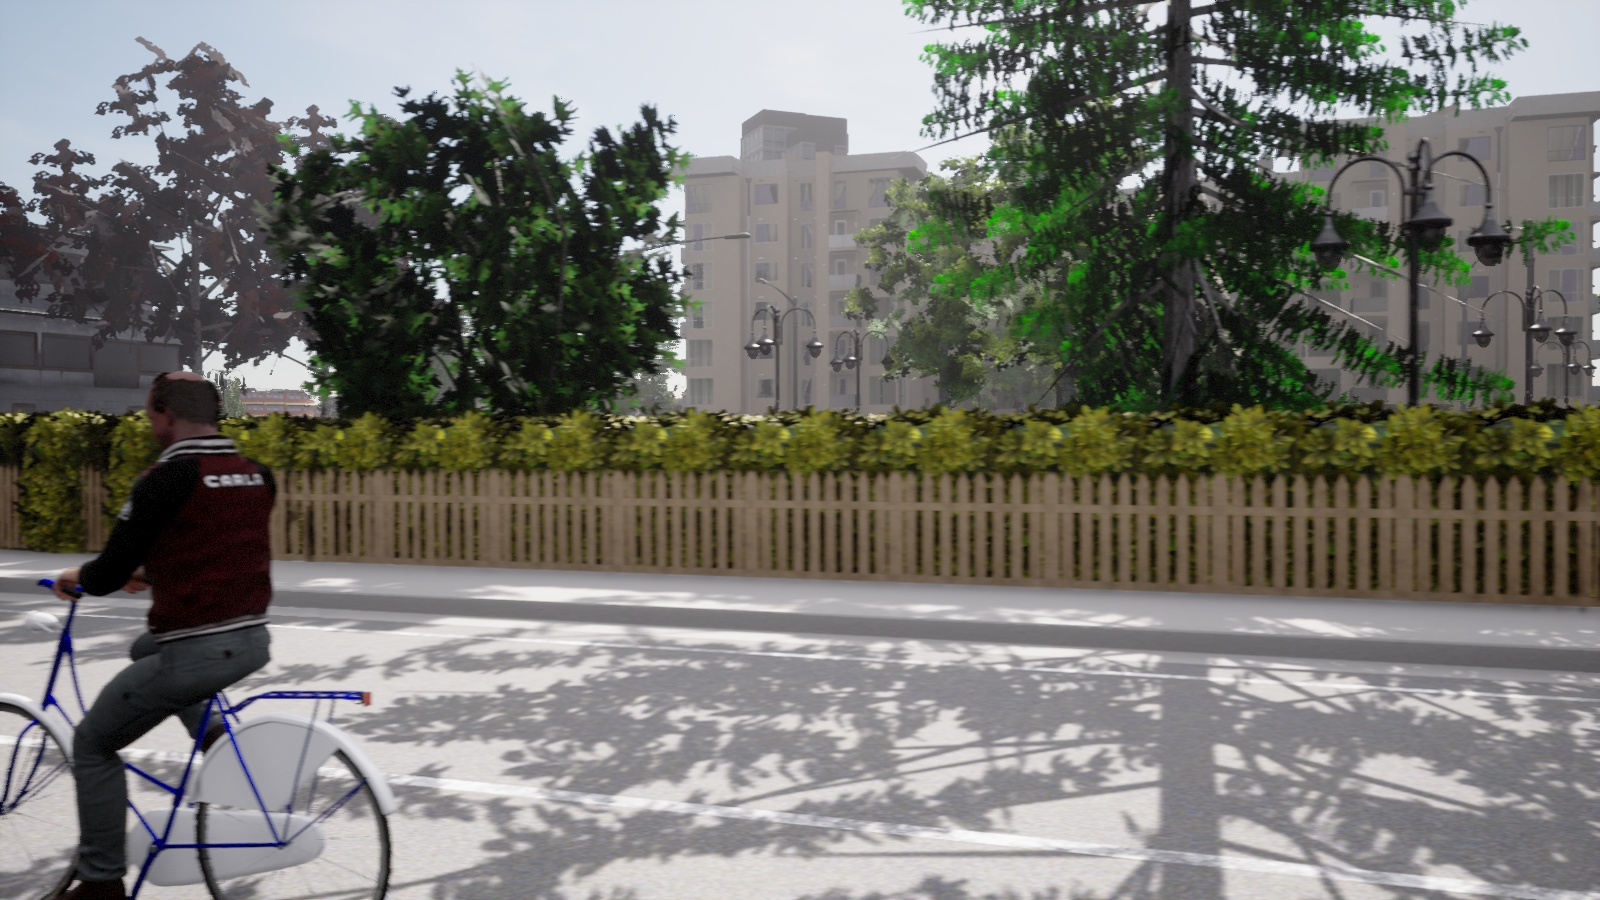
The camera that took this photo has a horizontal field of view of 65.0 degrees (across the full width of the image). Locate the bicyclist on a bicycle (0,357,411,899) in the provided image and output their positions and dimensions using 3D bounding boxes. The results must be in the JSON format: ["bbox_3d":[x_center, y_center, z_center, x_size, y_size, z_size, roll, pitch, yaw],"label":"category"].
[{"bbox_3d":[-2.204,0.626,3.928,1.843,1.776,0.659,1,1,19],"label":"bicyclist on a bicycle"}]
